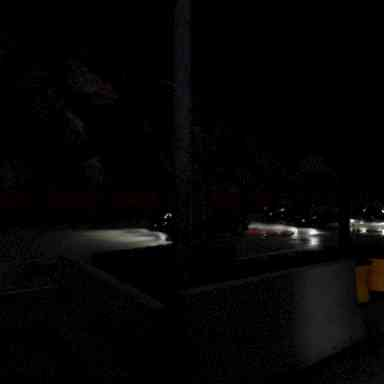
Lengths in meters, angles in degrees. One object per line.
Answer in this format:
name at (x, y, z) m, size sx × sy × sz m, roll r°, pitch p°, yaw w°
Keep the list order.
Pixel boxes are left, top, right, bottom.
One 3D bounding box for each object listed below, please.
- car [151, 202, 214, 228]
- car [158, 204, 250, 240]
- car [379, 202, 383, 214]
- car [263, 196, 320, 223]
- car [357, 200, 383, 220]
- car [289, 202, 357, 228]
car at (-0.315, 1.412, 20.948) m, size 4.553 × 1.767 × 2.097 m, roll 0°, pitch 0°, yaw -35°
car at (0.920, 1.559, 17.528) m, size 4.892 × 1.490 × 1.837 m, roll 0°, pitch 0°, yaw -35°
car at (23.204, 1.811, 37.717) m, size 4.718 × 1.301 × 1.895 m, roll 0°, pitch 0°, yaw -38°
car at (8.270, 1.336, 26.991) m, size 5.566 × 2.045 × 2.150 m, roll 0°, pitch 0°, yaw -35°
car at (16.614, 1.506, 28.621) m, size 4.553 × 1.767 × 2.097 m, roll 0°, pitch 0°, yaw -36°
car at (9.301, 1.633, 23.448) m, size 4.674 × 1.442 × 1.812 m, roll 0°, pitch 0°, yaw -35°
